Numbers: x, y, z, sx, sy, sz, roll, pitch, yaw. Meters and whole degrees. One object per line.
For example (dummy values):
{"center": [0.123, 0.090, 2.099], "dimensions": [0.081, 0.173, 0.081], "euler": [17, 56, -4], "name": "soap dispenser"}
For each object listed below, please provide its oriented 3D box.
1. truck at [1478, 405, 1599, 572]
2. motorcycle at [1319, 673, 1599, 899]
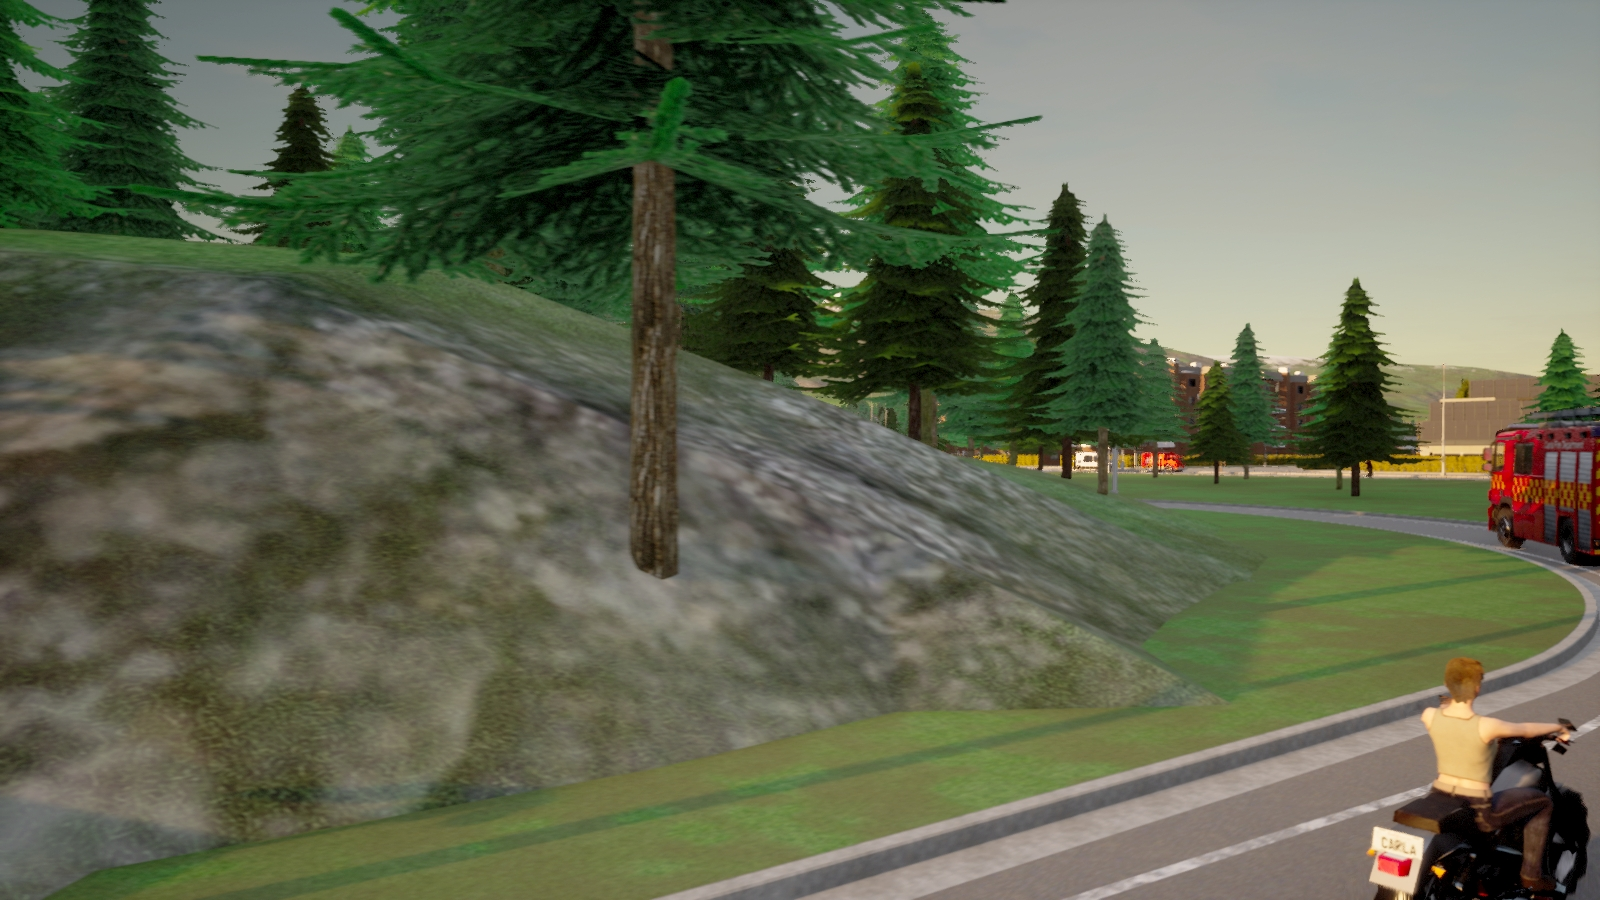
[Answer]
{"center": [20.595, 0.886, 29.909], "dimensions": [2.891, 3.827, 8.468], "euler": [0, 0, 17], "name": "truck"}
{"center": [4.041, 2.154, 6.685], "dimensions": [2.356, 1.307, 0.764], "euler": [0, 0, -36], "name": "motorcycle"}
